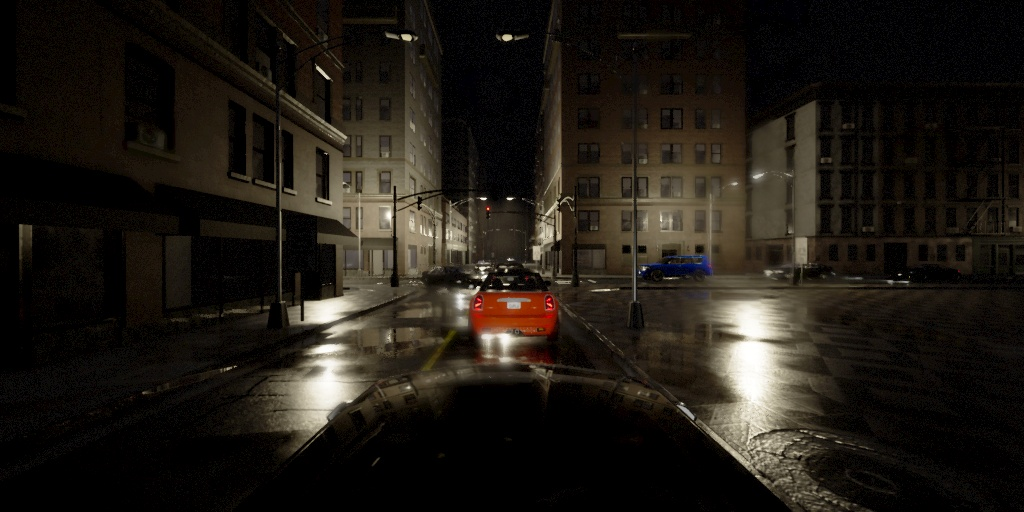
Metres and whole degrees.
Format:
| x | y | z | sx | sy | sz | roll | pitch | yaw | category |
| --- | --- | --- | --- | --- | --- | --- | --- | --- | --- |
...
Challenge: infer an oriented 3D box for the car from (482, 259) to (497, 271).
| x | y | z | sx | sy | sz | roll | pitch | yaw | category |
| --- | --- | --- | --- | --- | --- | --- | --- | --- | --- |
| -3.247 | 1.251 | 51.542 | 1.837 | 1.490 | 4.892 | 0 | 0 | 0 | car |

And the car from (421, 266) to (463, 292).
| x | y | z | sx | sy | sz | roll | pitch | yaw | category |
| --- | --- | --- | --- | --- | --- | --- | --- | --- | --- |
| -3.774 | 1.296 | 21.870 | 2.033 | 1.411 | 5.357 | 0 | 0 | -36 | car |

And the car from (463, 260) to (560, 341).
| x | y | z | sx | sy | sz | roll | pitch | yaw | category |
| --- | --- | --- | --- | --- | --- | --- | --- | --- | --- |
| 0.046 | 1.102 | 9.980 | 2.097 | 1.767 | 4.553 | 0 | 0 | 0 | car |

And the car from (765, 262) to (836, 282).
| x | y | z | sx | sy | sz | roll | pitch | yaw | category |
| --- | --- | --- | --- | --- | --- | --- | --- | --- | --- |
| 23.023 | 1.247 | 28.768 | 4.902 | 1.511 | 2.128 | 0 | 0 | -1 | car |

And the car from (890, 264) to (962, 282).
| x | y | z | sx | sy | sz | roll | pitch | yaw | category |
| --- | --- | --- | --- | --- | --- | --- | --- | --- | --- |
| 33.195 | 1.319 | 28.851 | 4.181 | 1.385 | 1.994 | 0 | 0 | 0 | car |

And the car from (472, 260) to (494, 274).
| x | y | z | sx | sy | sz | roll | pitch | yaw | category |
| --- | --- | --- | --- | --- | --- | --- | --- | --- | --- |
| -3.229 | 1.238 | 41.295 | 2.128 | 1.511 | 4.902 | 0 | 0 | 0 | car |

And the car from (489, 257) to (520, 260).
| x | y | z | sx | sy | sz | roll | pitch | yaw | category |
| --- | --- | --- | --- | --- | --- | --- | --- | --- | --- |
| -0.185 | 1.101 | 18.901 | 2.097 | 1.767 | 4.553 | 0 | 0 | -3 | car |

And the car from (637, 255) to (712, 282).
| x | y | z | sx | sy | sz | roll | pitch | yaw | category |
| --- | --- | --- | --- | --- | --- | --- | --- | --- | --- |
| 12.957 | 0.974 | 28.663 | 5.566 | 2.045 | 2.150 | 0 | 0 | -1 | car |
